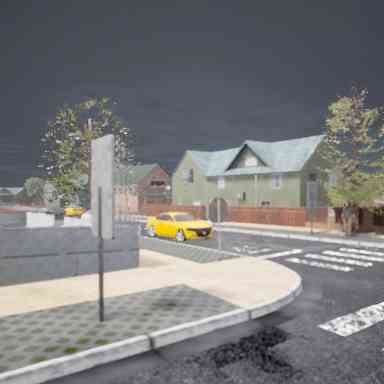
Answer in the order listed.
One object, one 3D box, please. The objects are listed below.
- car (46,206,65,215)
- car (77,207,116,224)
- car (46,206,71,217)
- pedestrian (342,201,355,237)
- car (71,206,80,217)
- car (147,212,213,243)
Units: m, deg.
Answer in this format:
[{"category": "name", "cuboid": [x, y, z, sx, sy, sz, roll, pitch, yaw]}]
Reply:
[{"category": "car", "cuboid": [-22.563, 3.016, 54.819, 1.895, 1.301, 4.718, 0, -1, -35]}, {"category": "car", "cuboid": [-8.554, 2.292, 30.184, 1.812, 1.442, 4.674, 0, -1, -36]}, {"category": "car", "cuboid": [-17.537, 2.640, 42.831, 1.837, 1.490, 4.892, -1, -1, -35]}, {"category": "pedestrian", "cuboid": [8.001, 1.389, 17.134, 0.375, 1.860, 0.375, -2, 1, -36]}, {"category": "car", "cuboid": [-16.474, 2.644, 46.310, 1.882, 1.535, 5.008, 0, -1, -35]}, {"category": "car", "cuboid": [-0.805, 1.929, 19.374, 1.882, 1.535, 5.008, 0, -1, -36]}]
